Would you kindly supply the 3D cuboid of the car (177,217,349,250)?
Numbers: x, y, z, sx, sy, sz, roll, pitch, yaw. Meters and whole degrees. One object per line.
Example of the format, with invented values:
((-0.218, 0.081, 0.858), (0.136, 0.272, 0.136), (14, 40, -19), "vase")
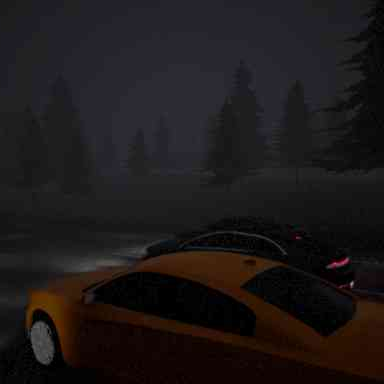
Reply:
((0.998, 1.505, 7.579), (4.902, 1.511, 2.128), (0, 0, 35), "car")

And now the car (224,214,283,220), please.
((1.586, 1.525, 11.458), (4.892, 1.490, 1.837), (0, 0, 35), "car")

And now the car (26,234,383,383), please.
((-0.049, 1.486, 4.027), (5.008, 1.535, 1.882), (0, 0, 35), "car")
